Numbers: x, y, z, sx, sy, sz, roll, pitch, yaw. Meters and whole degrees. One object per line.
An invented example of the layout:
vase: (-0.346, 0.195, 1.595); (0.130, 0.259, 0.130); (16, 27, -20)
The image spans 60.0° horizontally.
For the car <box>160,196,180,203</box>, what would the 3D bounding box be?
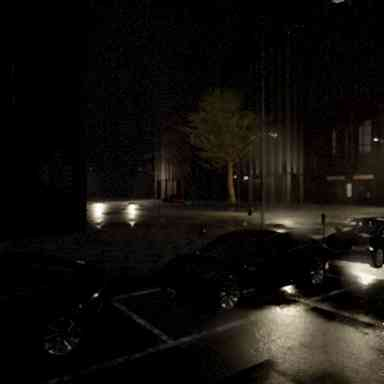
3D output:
car: (-4.526, 1.510, 68.032); (1.837, 1.490, 4.892); (-1, 0, -36)

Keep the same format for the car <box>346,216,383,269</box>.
car: (5.956, 1.509, 10.918); (4.403, 1.369, 2.008); (0, 0, -36)

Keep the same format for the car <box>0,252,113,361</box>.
car: (-3.212, 1.567, 4.360); (4.313, 1.339, 1.947); (0, 0, -36)

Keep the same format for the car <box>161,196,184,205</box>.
car: (-3.326, 1.577, 60.790); (1.994, 1.385, 4.181); (-1, 0, -36)

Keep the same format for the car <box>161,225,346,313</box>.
car: (1.372, 1.546, 7.639); (4.313, 1.339, 1.947); (0, 0, -36)
